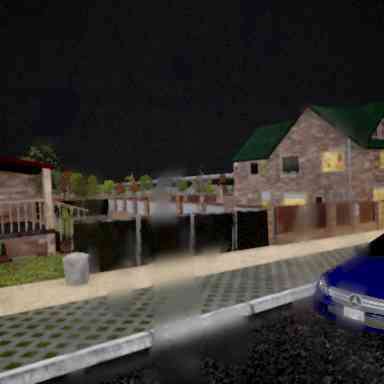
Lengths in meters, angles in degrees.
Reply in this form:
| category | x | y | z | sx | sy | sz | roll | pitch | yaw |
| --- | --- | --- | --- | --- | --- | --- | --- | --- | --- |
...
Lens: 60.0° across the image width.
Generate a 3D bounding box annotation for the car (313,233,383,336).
| category | x | y | z | sx | sy | sz | roll | pitch | yaw |
| --- | --- | --- | --- | --- | --- | --- | --- | --- | --- |
| car | 4.176 | 1.424 | 6.032 | 4.674 | 1.442 | 1.812 | -1 | 1 | -35 |
